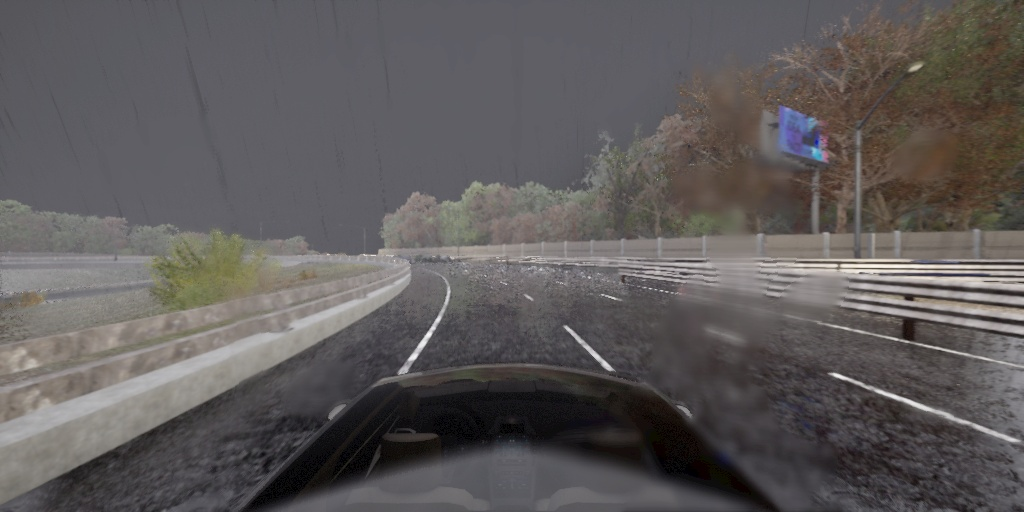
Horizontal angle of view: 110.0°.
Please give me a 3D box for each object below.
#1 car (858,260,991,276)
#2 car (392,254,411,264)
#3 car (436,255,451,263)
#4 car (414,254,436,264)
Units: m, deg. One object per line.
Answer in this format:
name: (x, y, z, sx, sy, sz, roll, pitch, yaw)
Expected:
car: (20.977, 0.922, 18.454, 4.674, 1.442, 1.812, 0, 1, 26)
car: (-19.005, 0.463, 61.383, 2.097, 1.767, 4.553, -1, 1, -34)
car: (-12.447, 0.557, 64.179, 1.812, 1.442, 4.674, -1, 1, -34)
car: (-15.471, 0.426, 62.384, 2.097, 1.767, 4.553, -1, 1, -34)
